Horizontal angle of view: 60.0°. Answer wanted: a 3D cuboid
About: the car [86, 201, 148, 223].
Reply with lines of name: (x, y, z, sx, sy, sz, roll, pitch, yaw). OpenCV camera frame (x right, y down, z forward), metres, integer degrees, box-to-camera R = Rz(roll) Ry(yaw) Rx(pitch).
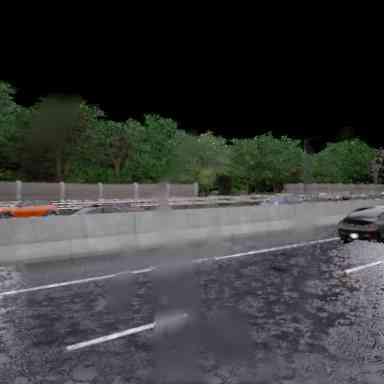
car: (-5.743, 1.476, 25.700, 4.181, 1.385, 1.994, -1, 0, -36)

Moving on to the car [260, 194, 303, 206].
car: (8.552, 1.059, 31.615, 4.553, 1.767, 2.097, -1, 1, -36)

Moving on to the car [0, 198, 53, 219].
car: (-12.579, 1.337, 25.115, 4.553, 1.767, 2.097, -1, 0, -36)

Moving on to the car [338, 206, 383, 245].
car: (7.988, 1.346, 13.761, 4.892, 1.490, 1.837, -1, 1, -36)

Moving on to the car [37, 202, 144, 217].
car: (-5.164, 1.460, 17.509, 4.892, 1.490, 1.837, -1, 0, -36)

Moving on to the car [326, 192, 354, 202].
car: (22.211, 0.734, 49.938, 4.553, 1.767, 2.097, -1, 0, -35)
